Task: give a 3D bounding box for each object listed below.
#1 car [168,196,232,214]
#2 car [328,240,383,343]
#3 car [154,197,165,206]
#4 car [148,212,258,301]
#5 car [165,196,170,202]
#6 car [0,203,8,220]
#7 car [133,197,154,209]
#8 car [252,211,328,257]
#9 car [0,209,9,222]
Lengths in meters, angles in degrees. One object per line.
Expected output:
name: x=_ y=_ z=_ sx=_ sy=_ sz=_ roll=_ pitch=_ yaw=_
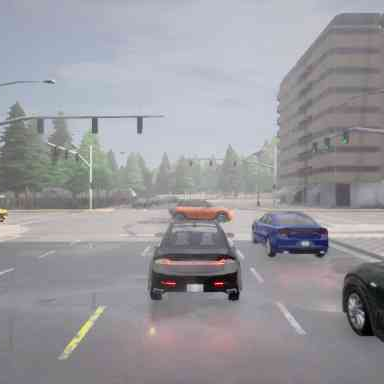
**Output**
car: x=0.750 y=1.364 z=24.761 sx=4.553 sy=1.767 sz=2.097 roll=0 pitch=0 yaw=0
car: x=3.600 y=1.352 z=3.829 sx=2.097 sy=1.767 sz=4.553 roll=0 pitch=0 yaw=0
car: x=-6.361 y=1.525 z=56.316 sx=1.812 sy=1.442 sz=4.674 roll=0 pitch=0 yaw=8
car: x=0.068 y=1.492 z=8.335 sx=2.128 sy=1.511 sz=4.902 roll=0 pitch=0 yaw=0
car: x=-4.216 y=1.505 z=66.285 sx=1.837 sy=1.490 sz=4.892 roll=0 pitch=0 yaw=20
car: x=-18.205 y=1.618 z=28.156 sx=4.181 sy=1.385 sz=1.994 roll=0 pitch=0 yaw=0
car: x=-6.979 y=1.525 z=46.413 sx=1.812 sy=1.442 sz=4.674 roll=0 pitch=0 yaw=2
car: x=3.586 y=1.478 z=12.980 sx=1.882 sy=1.535 sz=5.008 roll=0 pitch=0 yaw=0
car: x=-16.120 y=1.533 z=24.506 sx=5.008 sy=1.535 sz=1.882 roll=0 pitch=0 yaw=4
